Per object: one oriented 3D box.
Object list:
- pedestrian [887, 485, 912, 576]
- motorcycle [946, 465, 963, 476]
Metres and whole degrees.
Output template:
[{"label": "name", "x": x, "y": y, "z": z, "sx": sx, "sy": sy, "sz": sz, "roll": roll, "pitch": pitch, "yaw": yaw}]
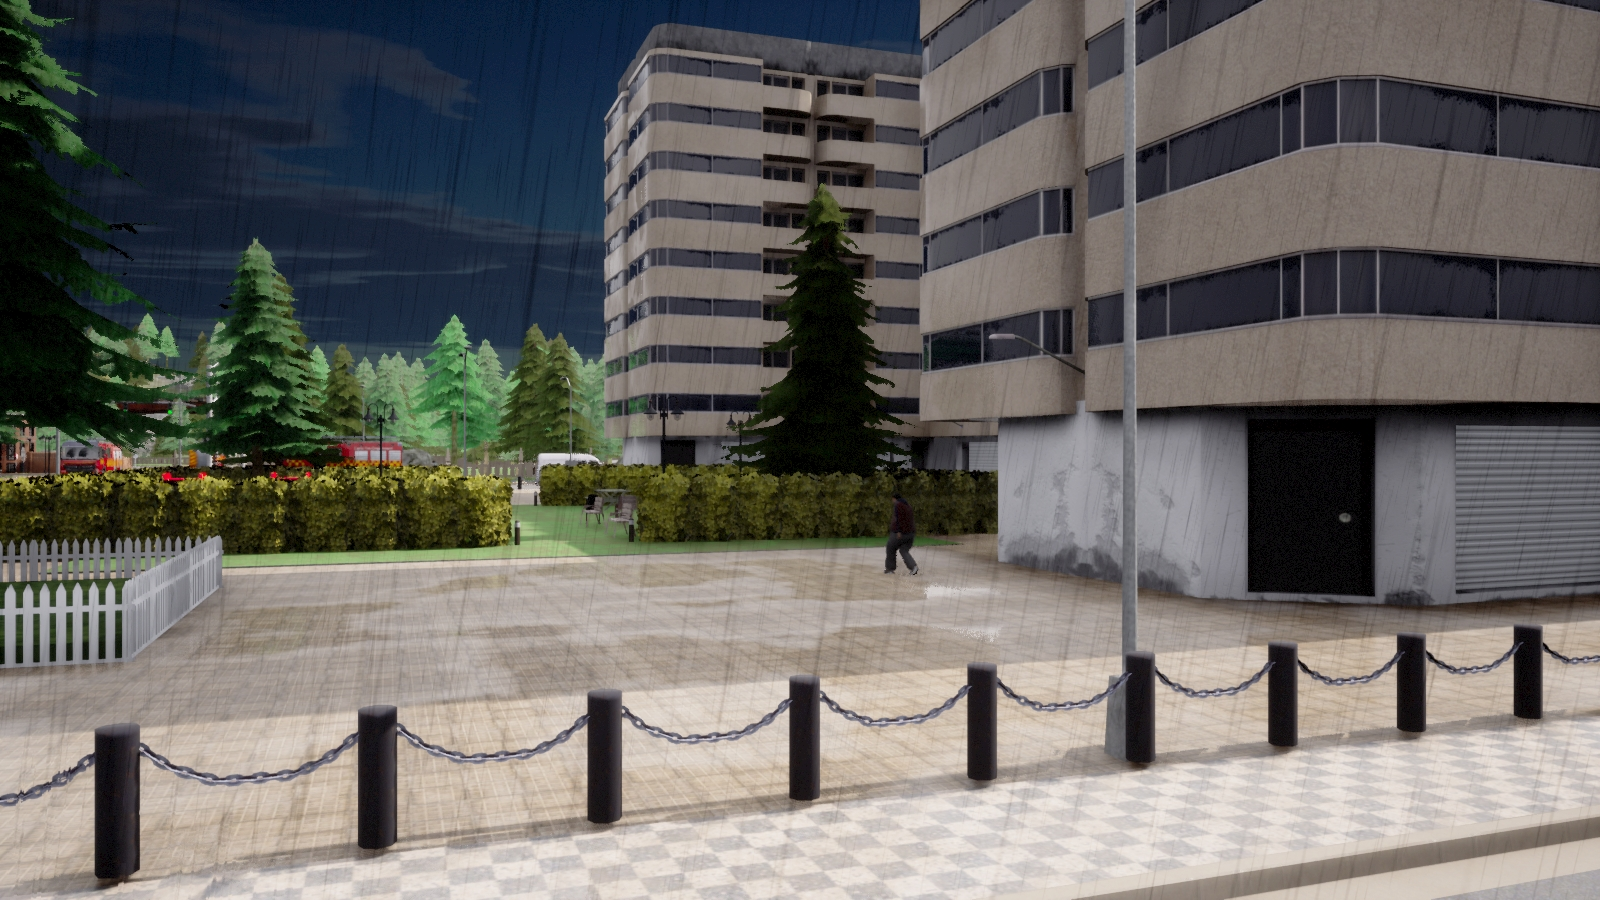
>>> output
[{"label": "pedestrian", "x": 2.073, "y": 1.675, "z": 23.814, "sx": 0.375, "sy": 1.860, "sz": 0.375, "roll": 0, "pitch": 0, "yaw": -43}, {"label": "motorcycle", "x": 16.084, "y": 2.131, "z": 119.009, "sx": 0.803, "sy": 1.199, "sz": 2.033, "roll": 0, "pitch": 0, "yaw": -20}]
